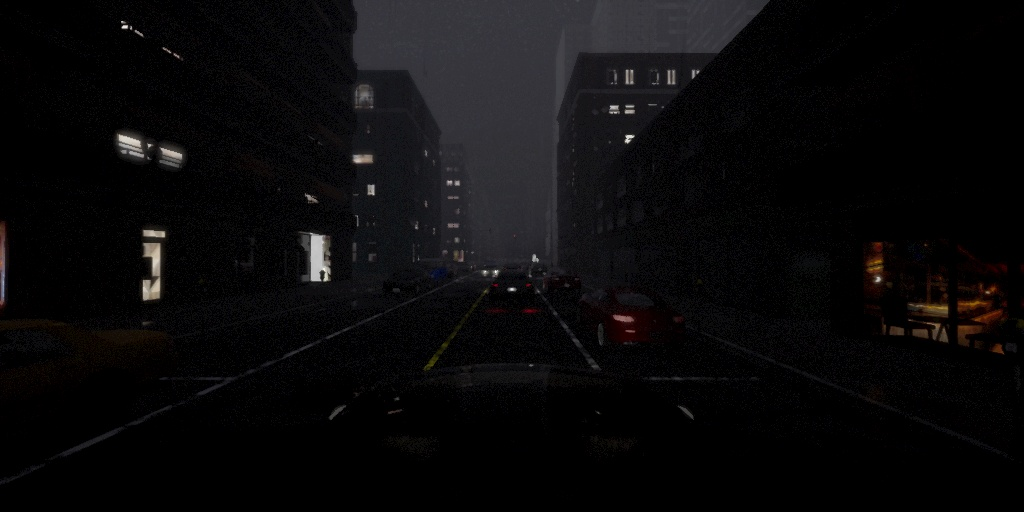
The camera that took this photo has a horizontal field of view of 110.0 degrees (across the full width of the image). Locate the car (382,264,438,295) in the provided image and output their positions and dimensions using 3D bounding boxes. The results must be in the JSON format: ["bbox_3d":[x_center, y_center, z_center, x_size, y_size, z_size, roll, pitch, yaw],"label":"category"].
[{"bbox_3d":[-5.689,1.318,19.831,1.948,1.339,4.313,0,0,0],"label":"car"}]

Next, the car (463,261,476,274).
[{"bbox_3d":[-5.689,1.328,41.924,1.948,1.339,4.313,0,0,0],"label":"car"}]

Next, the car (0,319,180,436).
[{"bbox_3d":[-5.688,1.272,3.091,1.751,1.417,4.829,0,0,0],"label":"car"}]

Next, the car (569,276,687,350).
[{"bbox_3d":[2.692,1.330,8.772,1.802,1.307,4.207,0,0,0],"label":"car"}]

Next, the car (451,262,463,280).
[{"bbox_3d":[-5.689,1.302,30.878,1.888,1.381,4.507,0,0,0],"label":"car"}]

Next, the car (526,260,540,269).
[{"bbox_3d":[2.692,1.325,36.389,1.948,1.339,4.313,0,0,0],"label":"car"}]

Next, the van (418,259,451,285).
[{"bbox_3d":[-5.689,1.095,25.354,1.690,1.789,3.998,0,0,0],"label":"van"}]

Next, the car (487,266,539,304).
[{"bbox_3d":[0.000,1.324,16.500,1.994,1.385,4.181,0,0,0],"label":"car"}]

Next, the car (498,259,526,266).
[{"bbox_3d":[0.000,1.243,31.500,1.882,1.535,5.008,0,0,0],"label":"car"}]

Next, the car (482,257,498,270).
[{"bbox_3d":[-3.000,1.283,52.502,1.882,1.535,5.008,0,0,0],"label":"car"}]

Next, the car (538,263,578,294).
[{"bbox_3d":[2.692,1.297,19.818,1.888,1.381,4.507,0,0,0],"label":"car"}]
